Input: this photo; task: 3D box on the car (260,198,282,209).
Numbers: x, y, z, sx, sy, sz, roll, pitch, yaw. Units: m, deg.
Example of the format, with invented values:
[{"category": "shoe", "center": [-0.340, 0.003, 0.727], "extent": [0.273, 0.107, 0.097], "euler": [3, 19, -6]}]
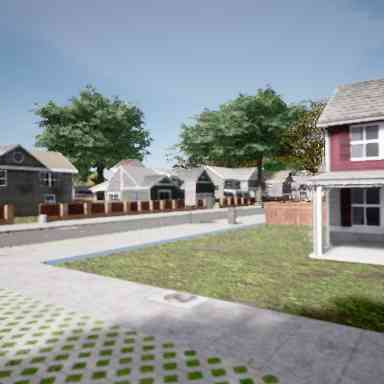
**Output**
[{"category": "car", "center": [11.662, 1.705, 48.530], "extent": [1.837, 1.490, 4.892], "euler": [-1, 0, 36]}]
